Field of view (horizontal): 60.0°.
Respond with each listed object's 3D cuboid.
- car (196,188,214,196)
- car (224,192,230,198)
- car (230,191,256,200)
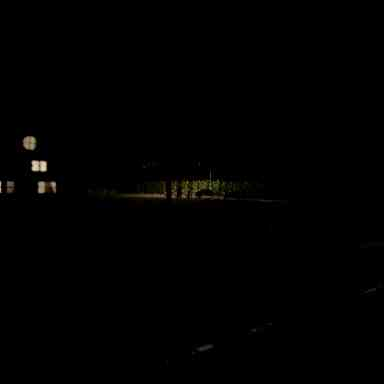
[{"bbox_3d":[2.833,0.051,75.066,2.097,1.767,4.553,0,1,-36],"label":"car"},{"bbox_3d":[8.479,0.486,67.202,1.812,1.442,4.674,0,1,-35],"label":"car"},{"bbox_3d":[9.485,0.679,59.627,1.895,1.301,4.718,0,1,-35],"label":"car"}]
